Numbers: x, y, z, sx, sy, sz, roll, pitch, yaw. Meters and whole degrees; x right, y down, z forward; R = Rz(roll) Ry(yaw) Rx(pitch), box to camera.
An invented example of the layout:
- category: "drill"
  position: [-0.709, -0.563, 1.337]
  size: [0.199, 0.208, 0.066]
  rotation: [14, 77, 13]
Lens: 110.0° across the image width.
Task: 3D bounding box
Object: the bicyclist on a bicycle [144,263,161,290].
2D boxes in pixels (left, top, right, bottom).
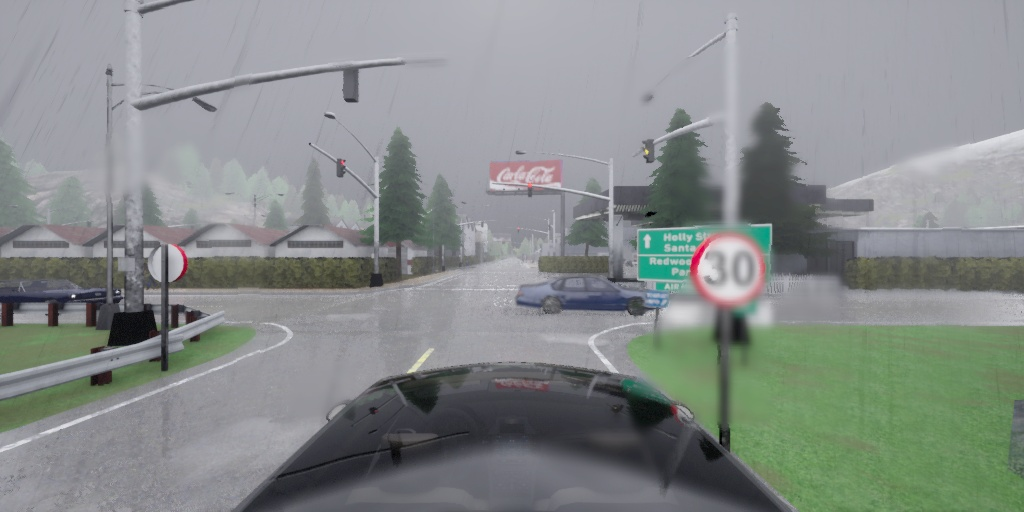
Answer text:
- category: "bicyclist on a bicycle"
  position: [-21.674, 1.244, 21.323]
  size: [0.582, 1.620, 1.656]
  rotation: [0, 0, 1]

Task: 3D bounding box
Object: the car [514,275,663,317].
- category: "car"
  position: [2.763, 1.428, 13.520]
  size: [5.357, 1.411, 2.033]
  rotation: [1, 0, 1]

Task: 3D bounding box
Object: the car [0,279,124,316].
- category: "car"
  position: [-18.086, 1.542, 13.792]
  size: [4.718, 1.301, 1.895]
  rotation: [0, 0, 1]
